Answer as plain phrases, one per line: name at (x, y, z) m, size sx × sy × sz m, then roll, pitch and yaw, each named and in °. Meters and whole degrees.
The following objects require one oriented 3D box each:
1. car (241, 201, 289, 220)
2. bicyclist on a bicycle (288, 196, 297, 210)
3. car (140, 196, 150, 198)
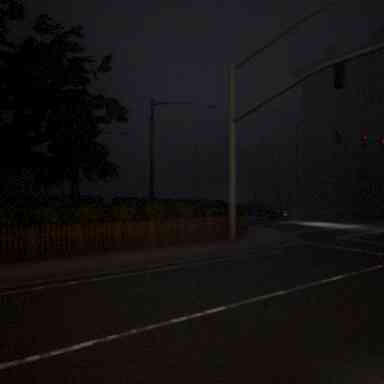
car at (5.954, 1.511, 28.146) m, size 2.128 × 1.511 × 4.902 m, roll 0°, pitch 0°, yaw -35°
bicyclist on a bicycle at (11.779, 1.333, 39.030) m, size 1.656 × 1.620 × 0.582 m, roll 0°, pitch 0°, yaw -35°
car at (-7.707, 1.376, 54.386) m, size 2.097 × 1.767 × 4.553 m, roll 0°, pitch 0°, yaw -35°
